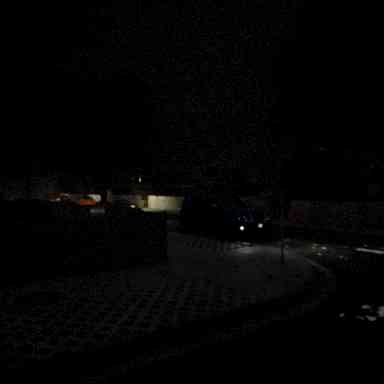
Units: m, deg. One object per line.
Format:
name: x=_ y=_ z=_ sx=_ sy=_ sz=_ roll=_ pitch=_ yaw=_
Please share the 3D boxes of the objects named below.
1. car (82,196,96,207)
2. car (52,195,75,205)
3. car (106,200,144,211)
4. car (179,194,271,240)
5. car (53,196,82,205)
car: x=-14.526 y=1.255 z=44.598 sx=1.882 sy=1.535 sz=5.008 roll=0 pitch=0 yaw=-35
car: x=-20.441 y=1.282 z=52.771 sx=2.033 sy=1.411 sz=5.357 roll=0 pitch=0 yaw=-36
car: x=-5.566 y=1.397 z=27.104 sx=1.812 sy=1.442 sz=4.674 roll=0 pitch=0 yaw=-36
car: x=1.485 y=1.155 z=17.254 sx=2.150 sy=2.045 sz=5.566 roll=0 pitch=0 yaw=-36
car: x=-15.667 y=1.389 z=41.282 sx=1.895 sy=1.301 sz=4.718 roll=0 pitch=0 yaw=-35
